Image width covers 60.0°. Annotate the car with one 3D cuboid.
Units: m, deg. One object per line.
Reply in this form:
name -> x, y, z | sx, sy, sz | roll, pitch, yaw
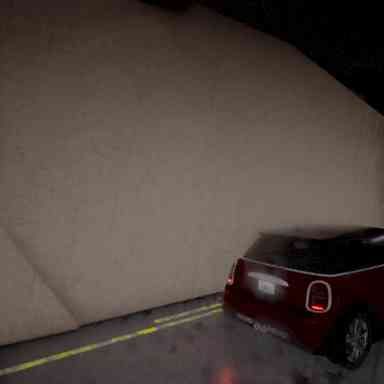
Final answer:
car -> 2.778, 1.355, 5.946 | 4.553, 1.767, 2.097 | 0, 0, -36
